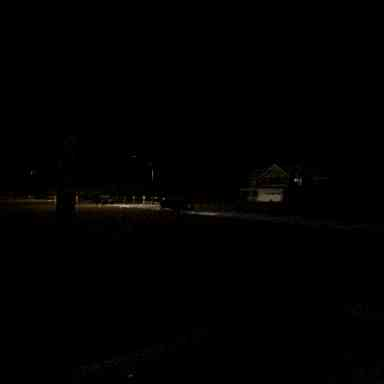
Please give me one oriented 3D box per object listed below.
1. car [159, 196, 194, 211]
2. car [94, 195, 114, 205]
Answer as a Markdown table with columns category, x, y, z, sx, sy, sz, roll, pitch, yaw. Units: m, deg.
| category | x | y | z | sx | sy | sz | roll | pitch | yaw |
| --- | --- | --- | --- | --- | --- | --- | --- | --- | --- |
| car | -1.709 | 1.224 | 35.814 | 2.128 | 1.511 | 4.902 | 1 | -1 | -36 |
| car | -13.990 | 1.207 | 53.009 | 2.128 | 1.511 | 4.902 | 1 | -1 | -36 |
